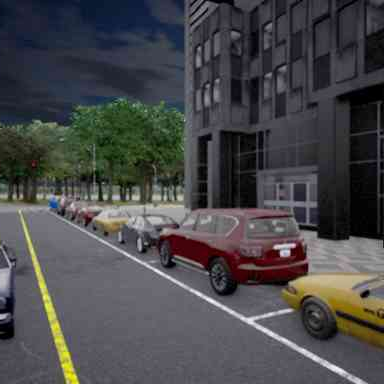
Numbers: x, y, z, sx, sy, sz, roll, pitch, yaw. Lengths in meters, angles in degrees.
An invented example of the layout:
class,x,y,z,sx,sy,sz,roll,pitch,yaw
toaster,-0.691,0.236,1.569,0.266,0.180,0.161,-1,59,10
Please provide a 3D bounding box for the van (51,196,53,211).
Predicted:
class,x,y,z,sx,sy,sz,roll,pitch,yaw
van,-14.618,1.391,37.648,1.690,1.788,3.998,0,0,-28

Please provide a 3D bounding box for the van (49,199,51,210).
class,x,y,z,sx,sy,sz,roll,pitch,yaw
van,-17.183,1.398,42.443,1.690,1.788,3.998,0,0,-28

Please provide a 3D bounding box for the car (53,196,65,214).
class,x,y,z,sx,sy,sz,roll,pitch,yaw
car,-12.053,1.358,32.854,2.192,1.841,5.009,0,0,-28

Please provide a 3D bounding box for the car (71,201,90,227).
class,x,y,z,sx,sy,sz,roll,pitch,yaw
car,-6.922,1.576,23.265,1.887,1.381,4.507,0,0,-28

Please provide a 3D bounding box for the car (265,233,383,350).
class,x,y,z,sx,sy,sz,roll,pitch,yaw
car,3.258,1.536,4.237,1.752,1.417,4.829,0,0,-28

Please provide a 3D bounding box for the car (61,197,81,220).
class,x,y,z,sx,sy,sz,roll,pitch,yaw
car,-9.487,1.477,28.059,1.967,1.590,4.097,0,0,-28

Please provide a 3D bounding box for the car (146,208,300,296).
class,x,y,z,sx,sy,sz,roll,pitch,yaw
car,0.773,1.330,8.881,2.192,1.841,5.009,0,0,-28

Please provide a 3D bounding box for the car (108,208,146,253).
class,x,y,z,sx,sy,sz,roll,pitch,yaw
car,-1.792,1.571,13.676,2.008,1.369,4.403,0,0,-28

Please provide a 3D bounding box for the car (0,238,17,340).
class,x,y,z,sx,sy,sz,roll,pitch,yaw
car,-4.283,1.606,6.118,1.895,1.301,4.718,0,0,-28

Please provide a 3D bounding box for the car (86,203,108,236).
class,x,y,z,sx,sy,sz,roll,pitch,yaw
car,-4.437,1.551,18.620,1.752,1.417,4.829,0,0,-28
